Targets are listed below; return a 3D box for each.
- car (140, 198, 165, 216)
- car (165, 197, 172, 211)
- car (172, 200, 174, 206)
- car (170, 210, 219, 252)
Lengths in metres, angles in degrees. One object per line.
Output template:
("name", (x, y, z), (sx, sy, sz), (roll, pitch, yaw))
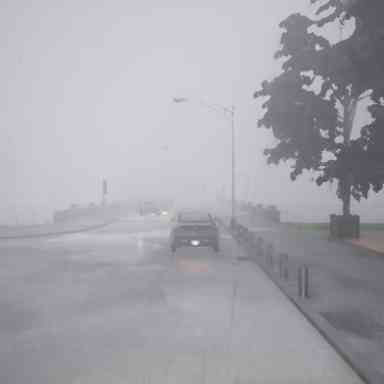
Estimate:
("car", (-4.069, 1.582, 33.573), (1.837, 1.490, 4.892), (0, 0, 0))
("car", (-4.038, 1.699, 42.966), (1.895, 1.301, 4.718), (0, 0, 0))
("car", (-3.960, 1.626, 53.180), (1.837, 1.490, 4.892), (0, 0, 0))
("car", (0.107, 1.537, 14.152), (1.837, 1.490, 4.892), (0, 0, 0))
